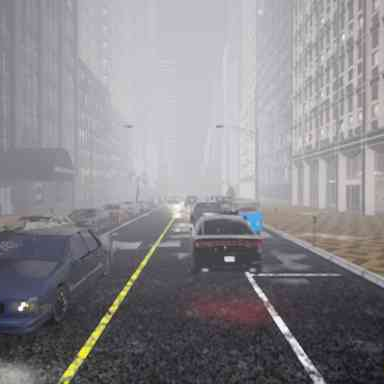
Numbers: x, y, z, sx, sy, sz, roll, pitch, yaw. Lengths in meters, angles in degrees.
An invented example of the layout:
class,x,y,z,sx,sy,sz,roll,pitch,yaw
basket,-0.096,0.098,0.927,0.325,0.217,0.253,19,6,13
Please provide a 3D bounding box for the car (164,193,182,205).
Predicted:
class,x,y,z,sx,sy,sz,roll,pitch,yaw
car,-3.003,1.377,55.841,2.033,1.411,5.357,0,0,0

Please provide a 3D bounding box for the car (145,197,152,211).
class,x,y,z,sx,sy,sz,roll,pitch,yaw
car,-5.698,1.475,35.127,1.802,1.307,4.206,-1,0,0

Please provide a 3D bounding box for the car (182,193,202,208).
class,x,y,z,sx,sy,sz,roll,pitch,yaw
car,0.009,1.210,46.744,2.097,1.767,4.553,0,0,0

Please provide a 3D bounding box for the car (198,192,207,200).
class,x,y,z,sx,sy,sz,roll,pitch,yaw
car,2.680,1.050,86.280,2.192,1.841,5.009,-1,0,0

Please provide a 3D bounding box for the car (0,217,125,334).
class,x,y,z,sx,sy,sz,roll,pitch,yaw
car,-3.102,1.525,7.264,2.033,1.411,5.357,0,0,0

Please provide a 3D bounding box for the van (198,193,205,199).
class,x,y,z,sx,sy,sz,roll,pitch,yaw
van,2.681,1.058,91.963,1.690,1.788,3.998,-1,0,0

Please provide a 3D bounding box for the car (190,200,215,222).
class,x,y,z,sx,sy,sz,roll,pitch,yaw
car,0.824,1.446,26.436,1.812,1.442,4.674,0,0,1

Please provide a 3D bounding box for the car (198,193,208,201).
class,x,y,z,sx,sy,sz,roll,pitch,yaw
car,2.680,1.068,80.596,2.192,1.841,5.009,-1,0,0

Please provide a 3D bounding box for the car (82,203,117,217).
class,x,y,z,sx,sy,sz,roll,pitch,yaw
car,-5.698,1.511,18.076,1.947,1.339,4.313,-1,0,0

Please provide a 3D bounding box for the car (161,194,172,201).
class,x,y,z,sx,sy,sz,roll,pitch,yaw
car,-5.699,1.211,74.912,1.967,1.590,4.097,-1,0,0

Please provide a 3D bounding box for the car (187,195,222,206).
class,x,y,z,sx,sy,sz,roll,pitch,yaw
car,0.898,1.289,20.392,2.097,1.767,4.553,0,0,0

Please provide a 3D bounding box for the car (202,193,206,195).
class,x,y,z,sx,sy,sz,roll,pitch,yaw
car,2.682,1.374,57.861,2.008,1.369,4.403,-1,0,0

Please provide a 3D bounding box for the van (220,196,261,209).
class,x,y,z,sx,sy,sz,roll,pitch,yaw
van,2.680,1.286,18.076,1.690,1.788,3.998,-1,0,0

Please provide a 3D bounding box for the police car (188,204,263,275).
class,x,y,z,sx,sy,sz,roll,pitch,yaw
police car,0.899,1.393,10.532,1.930,1.638,5.238,0,0,0

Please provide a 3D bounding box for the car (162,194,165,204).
class,x,y,z,sx,sy,sz,roll,pitch,yaw
car,-5.698,1.374,57.861,2.008,1.369,4.403,-1,0,0

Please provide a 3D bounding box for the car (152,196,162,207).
class,x,y,z,sx,sy,sz,roll,pitch,yaw
car,-5.699,1.409,46.495,2.008,1.369,4.403,-1,0,0

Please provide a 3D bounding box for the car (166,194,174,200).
class,x,y,z,sx,sy,sz,roll,pitch,yaw
car,-5.698,1.261,86.110,1.752,1.417,4.829,-1,0,0

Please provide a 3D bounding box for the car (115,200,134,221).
class,x,y,z,sx,sy,sz,roll,pitch,yaw
car,-5.698,1.472,23.760,1.887,1.381,4.507,-1,0,0

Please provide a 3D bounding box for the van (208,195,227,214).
class,x,y,z,sx,sy,sz,roll,pitch,yaw
van,2.680,1.234,35.127,1.690,1.788,3.998,-1,0,0

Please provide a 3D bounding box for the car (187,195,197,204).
class,x,y,z,sx,sy,sz,roll,pitch,yaw
car,0.000,1.320,60.614,1.837,1.490,4.892,0,0,0

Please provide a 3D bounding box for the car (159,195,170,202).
class,x,y,z,sx,sy,sz,roll,pitch,yaw
car,-5.698,1.370,69.229,1.802,1.307,4.206,-1,0,0

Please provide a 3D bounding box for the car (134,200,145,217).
class,x,y,z,sx,sy,sz,roll,pitch,yaw
car,-5.699,1.461,29.444,2.008,1.369,4.403,-1,0,0

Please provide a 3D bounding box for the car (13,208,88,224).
class,x,y,z,sx,sy,sz,roll,pitch,yaw
car,-5.699,1.513,12.393,2.008,1.369,4.403,-1,0,0
